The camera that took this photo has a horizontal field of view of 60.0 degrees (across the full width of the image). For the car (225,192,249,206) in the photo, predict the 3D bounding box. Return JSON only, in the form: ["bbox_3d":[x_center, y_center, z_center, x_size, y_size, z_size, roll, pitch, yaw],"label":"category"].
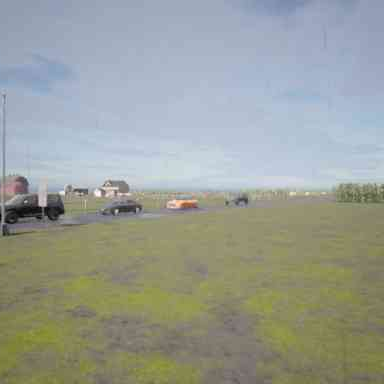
[{"bbox_3d":[7.476,0.985,54.714,2.150,2.045,5.566,1,0,34],"label":"car"}]

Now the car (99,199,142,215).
[{"bbox_3d":[-7.055,1.468,33.130,1.837,1.490,4.892,1,0,34],"label":"car"}]

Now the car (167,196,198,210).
[{"bbox_3d":[-1.164,1.307,41.938,2.097,1.767,4.553,1,0,34],"label":"car"}]

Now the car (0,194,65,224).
[{"bbox_3d":[-12.381,1.192,25.124,2.150,2.045,5.566,1,0,33],"label":"car"}]
